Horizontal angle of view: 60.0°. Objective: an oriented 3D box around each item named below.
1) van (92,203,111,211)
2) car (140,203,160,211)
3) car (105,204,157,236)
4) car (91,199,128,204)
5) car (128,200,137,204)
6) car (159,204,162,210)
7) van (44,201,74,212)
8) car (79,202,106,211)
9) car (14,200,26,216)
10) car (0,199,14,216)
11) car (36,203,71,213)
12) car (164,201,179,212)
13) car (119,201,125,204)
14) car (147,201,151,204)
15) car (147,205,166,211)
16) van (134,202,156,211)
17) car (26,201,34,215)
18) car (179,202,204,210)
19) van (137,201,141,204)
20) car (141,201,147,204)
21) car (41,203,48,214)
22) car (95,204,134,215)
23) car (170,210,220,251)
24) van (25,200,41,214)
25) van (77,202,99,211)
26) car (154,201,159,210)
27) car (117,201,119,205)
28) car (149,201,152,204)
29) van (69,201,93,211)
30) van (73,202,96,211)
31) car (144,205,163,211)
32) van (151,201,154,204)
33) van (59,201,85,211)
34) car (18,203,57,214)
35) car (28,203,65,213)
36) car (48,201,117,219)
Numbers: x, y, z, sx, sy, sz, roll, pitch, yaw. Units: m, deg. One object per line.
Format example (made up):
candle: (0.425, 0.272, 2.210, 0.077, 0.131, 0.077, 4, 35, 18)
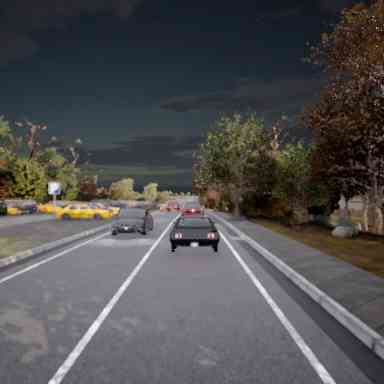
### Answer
van: (-23.506, 3.832, 86.535, 4.442, 1.987, 1.878, 0, -3, 0)
car: (-10.281, 3.645, 80.989, 4.553, 1.767, 2.185, 0, -3, 0)
car: (-3.350, 1.652, 19.357, 1.837, 1.490, 4.892, 0, -1, 0)
car: (-10.364, 1.966, 39.403, 4.553, 1.767, 2.185, 0, -2, 0)
car: (-10.303, 1.937, 42.178, 5.566, 2.045, 2.435, 0, -2, 0)
car: (-10.308, 3.626, 78.210, 5.008, 1.535, 2.097, 0, -3, 0)
van: (-23.520, 2.564, 59.005, 4.442, 1.987, 1.878, 0, -2, 0)
car: (-23.365, 3.376, 78.237, 5.566, 2.045, 2.435, 0, -3, 0)
car: (-23.228, 2.095, 39.619, 5.366, 1.575, 1.946, 0, -2, 0)
car: (-23.442, 1.754, 36.861, 5.566, 2.045, 2.435, 0, -2, 0)
car: (-23.399, 2.691, 56.228, 4.892, 1.521, 2.231, 0, -2, 0)
car: (-3.292, 2.563, 59.784, 2.150, 2.045, 5.566, 0, -2, 1)
car: (-10.341, 1.999, 36.624, 5.008, 1.535, 2.097, 0, -2, 0)
car: (-10.293, 2.813, 58.813, 4.792, 1.488, 2.163, 0, -2, 0)
car: (-10.120, 4.486, 94.845, 5.366, 1.575, 1.946, 0, -3, 0)
van: (-10.200, 3.113, 72.677, 4.442, 1.987, 1.878, 0, -3, 0)
car: (-23.405, 2.196, 42.385, 4.892, 1.521, 2.231, 0, -2, 0)
car: (0.098, 1.756, 31.883, 2.097, 1.767, 4.553, 0, -2, 0)
van: (-10.444, 2.260, 50.500, 4.442, 1.987, 1.878, 0, -2, 0)
car: (-10.332, 2.585, 53.267, 5.008, 1.535, 2.097, 0, -2, 0)
car: (-23.377, 2.268, 47.926, 4.553, 1.767, 2.185, 0, -2, 0)
car: (-10.360, 2.317, 44.943, 4.792, 1.488, 2.163, 0, -2, 0)
car: (0.099, 1.681, 14.545, 1.895, 1.301, 4.718, 0, -1, 0)
van: (-23.527, 2.068, 45.162, 4.442, 1.987, 1.878, 0, -2, 0)
van: (-23.512, 3.257, 75.469, 4.442, 1.987, 1.878, 0, -3, 0)
car: (-10.346, 2.944, 69.906, 5.566, 2.045, 2.435, 0, -3, 0)
car: (-10.341, 1.917, 33.853, 4.892, 1.521, 2.231, 0, -2, 0)
car: (-10.325, 2.923, 61.588, 4.674, 1.452, 2.002, 0, -2, 0)
van: (-23.281, 2.970, 69.928, 4.442, 1.987, 1.878, 0, -3, 0)
van: (-23.513, 3.120, 72.827, 4.442, 1.987, 1.878, 0, -3, 0)
car: (-10.302, 4.203, 89.300, 4.892, 1.521, 2.231, 0, -3, 0)
van: (-10.204, 2.756, 64.372, 4.442, 1.987, 1.878, 0, -2, 0)
van: (-23.284, 2.762, 64.540, 4.442, 1.987, 1.878, 0, -2, 0)
car: (-23.402, 2.488, 50.566, 5.008, 1.535, 2.097, 0, -2, 0)
car: (-23.401, 2.591, 53.460, 5.008, 1.535, 2.097, 0, -2, 0)
car: (-10.152, 1.837, 31.085, 5.366, 1.575, 1.946, 0, -2, 0)
